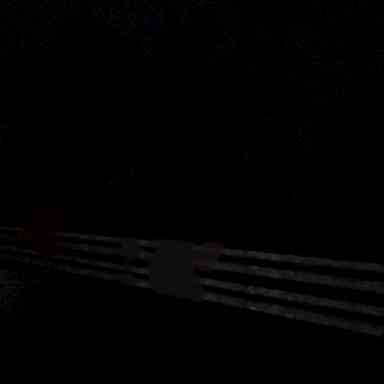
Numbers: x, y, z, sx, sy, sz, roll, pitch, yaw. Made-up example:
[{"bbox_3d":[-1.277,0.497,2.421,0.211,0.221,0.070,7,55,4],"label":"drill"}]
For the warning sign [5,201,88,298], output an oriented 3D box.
[{"bbox_3d":[-3.192,1.143,7.349,1.060,1.860,1.300,0,0,35],"label":"warning sign"}]
